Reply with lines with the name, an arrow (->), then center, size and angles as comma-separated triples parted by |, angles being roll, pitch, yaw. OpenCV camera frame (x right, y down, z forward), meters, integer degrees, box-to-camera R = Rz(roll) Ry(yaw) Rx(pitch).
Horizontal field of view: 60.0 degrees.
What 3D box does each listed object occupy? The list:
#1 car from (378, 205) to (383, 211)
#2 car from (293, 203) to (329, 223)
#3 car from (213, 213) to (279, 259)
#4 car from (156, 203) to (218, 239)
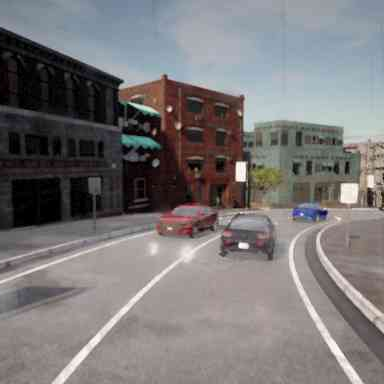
car -> 28.582, 2.177, 47.276 | 4.181, 1.385, 1.994 | 2, 4, -25
car -> 10.208, 1.678, 28.412 | 1.882, 1.535, 5.008 | 4, 1, 36
car -> 2.266, 1.540, 12.734 | 1.812, 1.442, 4.674 | 2, 0, 16
car -> -0.092, 1.384, 17.279 | 1.882, 1.535, 5.008 | 2, 1, 22
